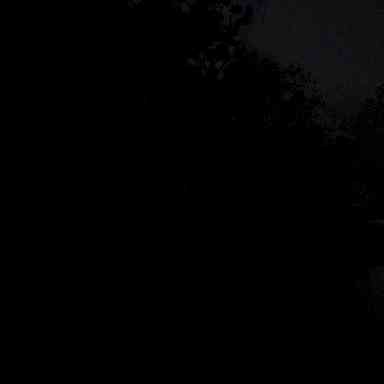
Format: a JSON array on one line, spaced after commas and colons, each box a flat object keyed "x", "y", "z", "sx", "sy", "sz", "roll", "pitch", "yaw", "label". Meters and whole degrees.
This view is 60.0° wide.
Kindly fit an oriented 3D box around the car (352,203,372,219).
[{"x": 13.632, "y": 1.592, "z": 30.356, "sx": 1.882, "sy": 1.535, "sz": 5.008, "roll": 1, "pitch": -1, "yaw": -35, "label": "car"}]
